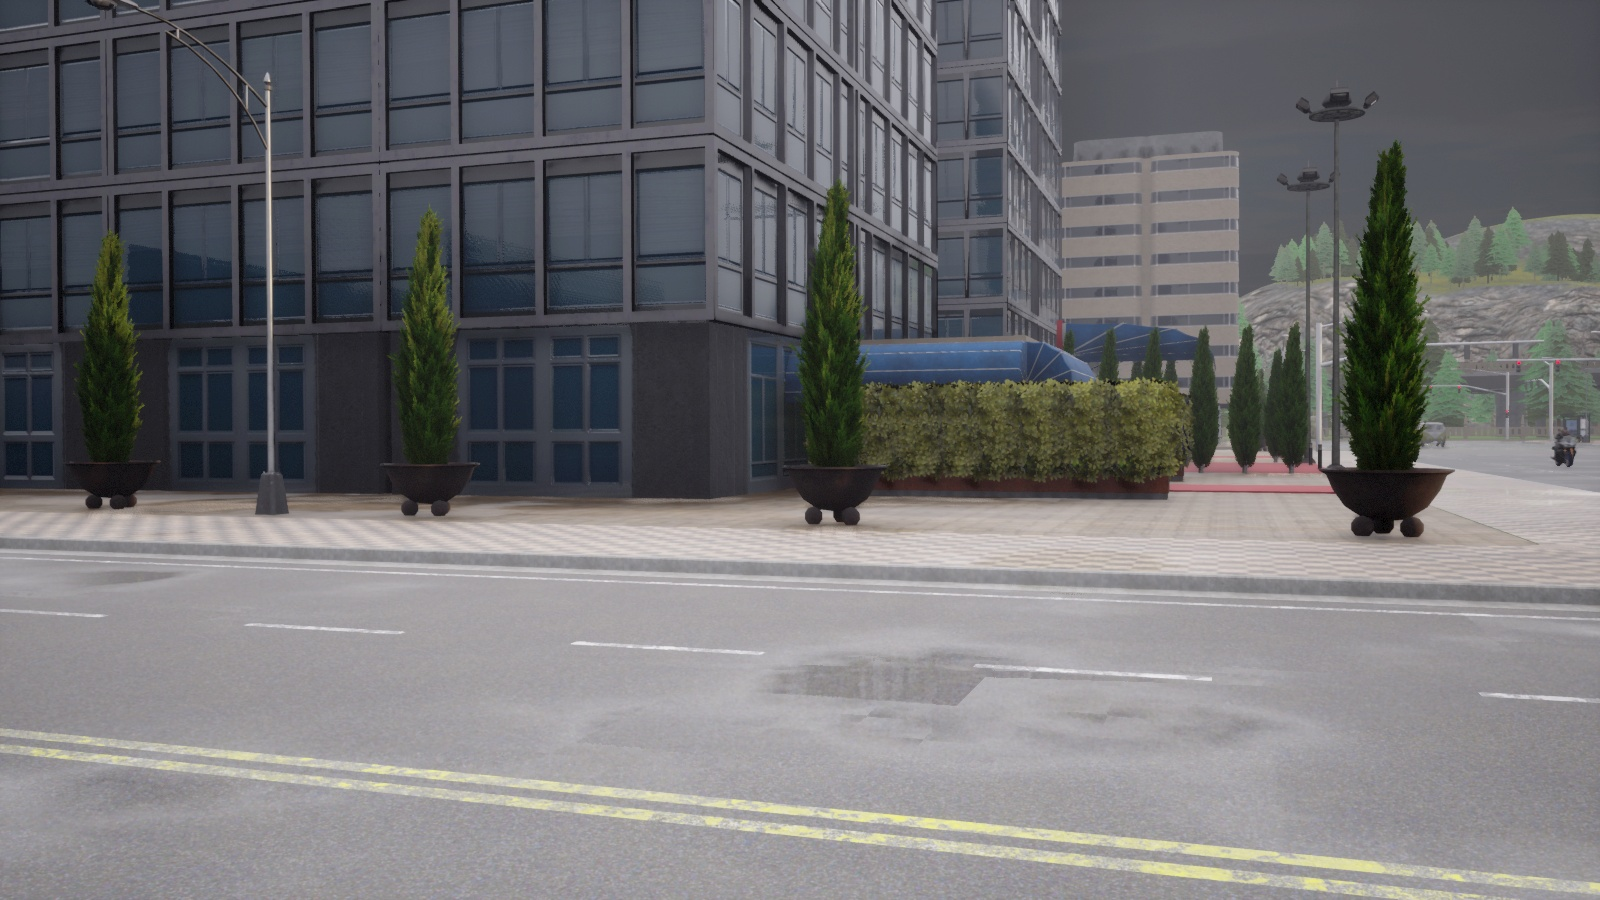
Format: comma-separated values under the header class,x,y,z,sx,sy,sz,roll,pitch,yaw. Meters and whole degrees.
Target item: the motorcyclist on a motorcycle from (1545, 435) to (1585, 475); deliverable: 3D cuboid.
class,x,y,z,sx,sy,sz,roll,pitch,yaw
motorcyclist on a motorcycle,30.147,0.182,49.533,0.866,1.530,2.191,1,1,18
